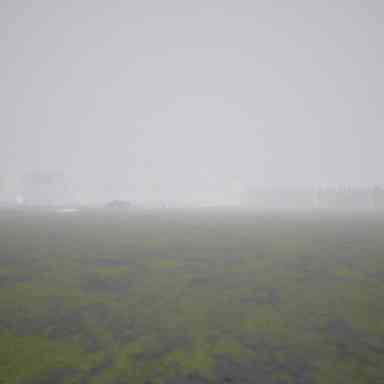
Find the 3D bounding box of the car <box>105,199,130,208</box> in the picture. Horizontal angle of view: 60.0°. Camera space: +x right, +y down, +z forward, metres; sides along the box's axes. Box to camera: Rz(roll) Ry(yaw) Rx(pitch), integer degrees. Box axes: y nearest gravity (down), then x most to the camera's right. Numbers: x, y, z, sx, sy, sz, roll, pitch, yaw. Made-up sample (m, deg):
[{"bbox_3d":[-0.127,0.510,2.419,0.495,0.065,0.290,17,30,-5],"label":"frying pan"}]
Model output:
[{"bbox_3d":[-13.165,2.060,58.990,1.882,1.535,5.008,1,0,36],"label":"car"}]
